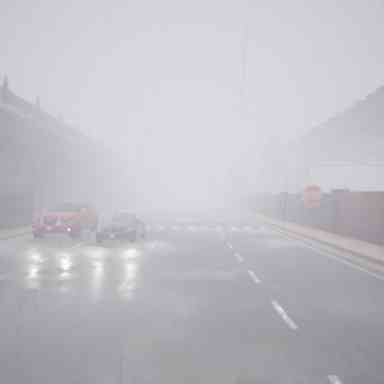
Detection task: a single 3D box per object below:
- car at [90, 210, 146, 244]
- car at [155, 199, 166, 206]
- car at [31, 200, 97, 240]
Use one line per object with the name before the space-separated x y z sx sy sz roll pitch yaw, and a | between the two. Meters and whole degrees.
car | -3.554 1.769 17.298 1.812 1.442 4.674 0 -1 0
car | -7.348 2.447 77.852 2.097 1.767 4.553 0 -1 -1
car | -7.040 1.493 19.191 2.150 2.045 5.566 0 -1 1
